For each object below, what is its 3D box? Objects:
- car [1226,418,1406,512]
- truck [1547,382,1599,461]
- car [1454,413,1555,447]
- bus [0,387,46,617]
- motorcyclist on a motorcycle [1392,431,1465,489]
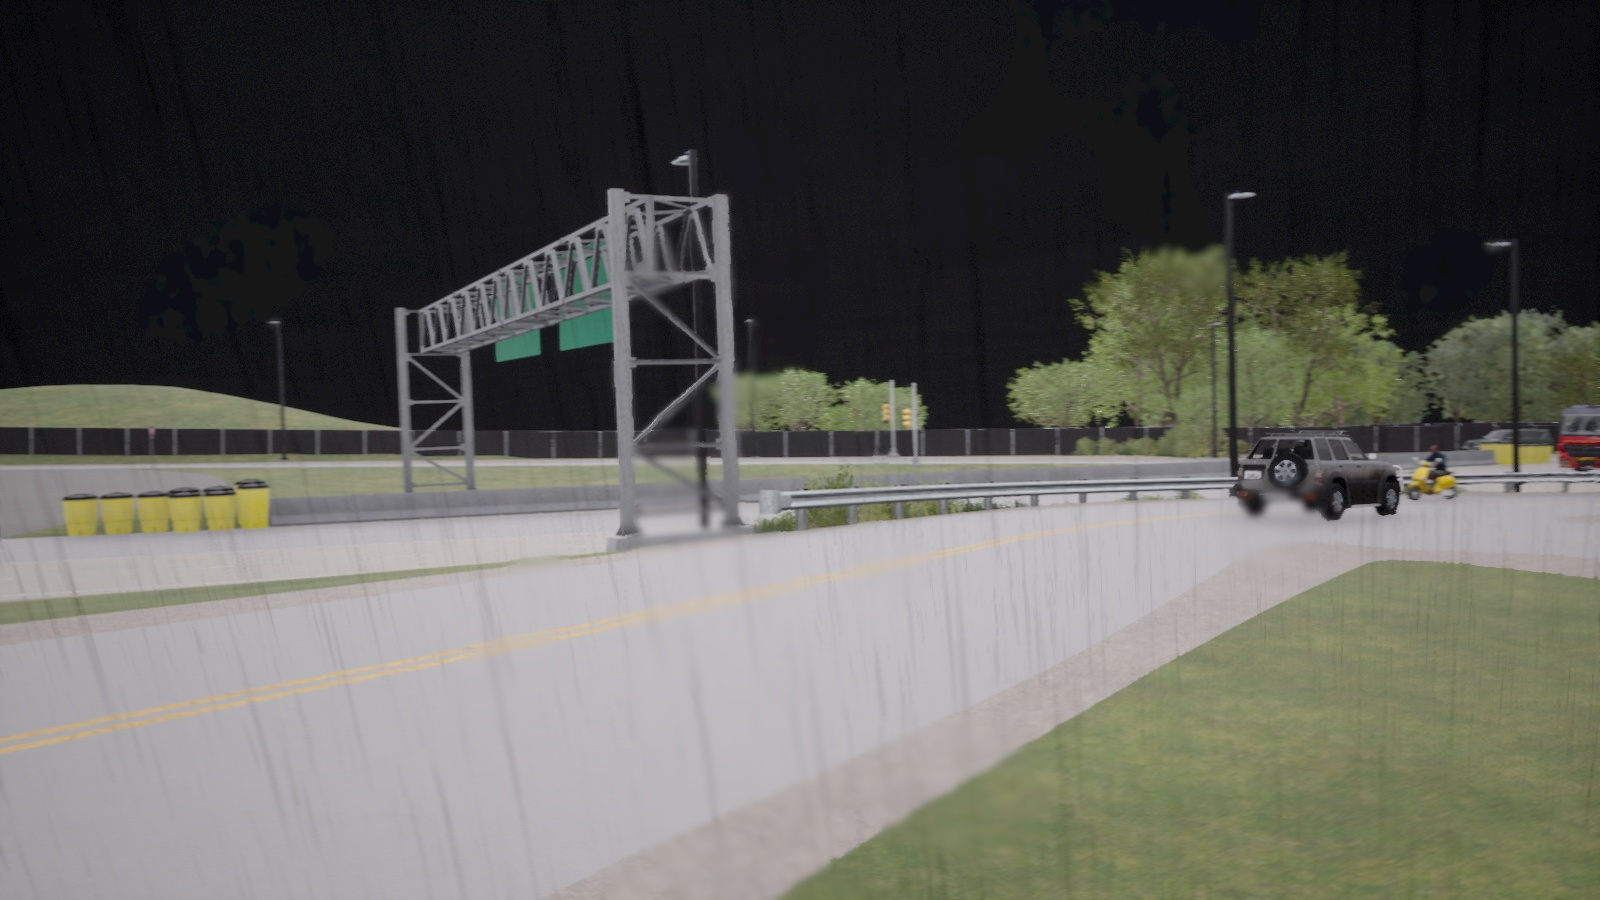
[{"bbox_3d":[11.210,0.287,27.102,4.605,1.855,1.932,-1,0,-45],"label":"car"},{"bbox_3d":[41.938,-1.529,63.793,8.468,3.827,2.891,-3,2,-28],"label":"truck"},{"bbox_3d":[45.708,-1.319,81.546,5.566,2.045,2.150,-2,2,-8],"label":"car"},{"bbox_3d":[-20.003,1.137,22.912,10.273,4.253,3.944,-2,1,-26],"label":"bus"},{"bbox_3d":[17.844,0.273,35.659,1.817,1.590,0.866,-1,2,-22],"label":"motorcyclist on a motorcycle"}]
